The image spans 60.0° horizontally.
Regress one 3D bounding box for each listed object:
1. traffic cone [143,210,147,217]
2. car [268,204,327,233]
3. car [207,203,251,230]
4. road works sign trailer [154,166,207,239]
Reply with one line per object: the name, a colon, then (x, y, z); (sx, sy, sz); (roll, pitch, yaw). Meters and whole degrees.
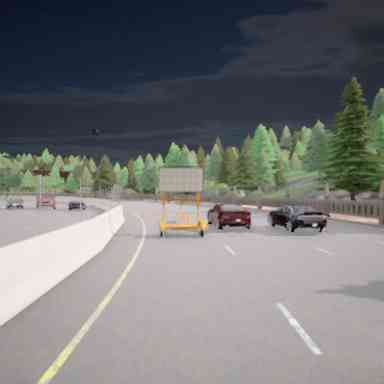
traffic cone: (-4.246, 1.912, 29.851); (0.340, 0.580, 0.340); (0, 0, -10)
car: (5.990, 1.462, 19.477); (2.128, 1.511, 4.902); (0, 0, -7)
car: (2.230, 1.446, 21.108); (1.882, 1.535, 5.008); (0, 0, -8)
road works sign trailer: (-0.596, 0.439, 17.281); (2.380, 3.560, 2.880); (0, 0, -10)
